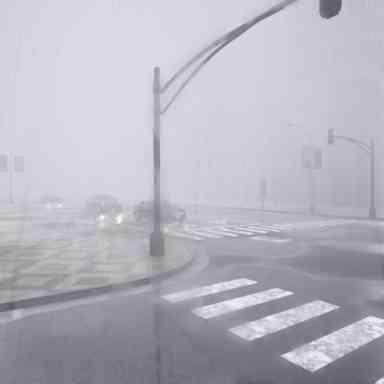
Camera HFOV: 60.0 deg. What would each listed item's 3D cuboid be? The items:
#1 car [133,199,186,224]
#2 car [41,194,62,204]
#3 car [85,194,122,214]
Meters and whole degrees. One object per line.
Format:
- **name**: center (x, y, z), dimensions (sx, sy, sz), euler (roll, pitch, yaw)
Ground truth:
- **car**: center (-2.272, 1.242, 22.351), dimensions (2.128, 1.511, 4.902), euler (0, 1, -36)
- **car**: center (-19.792, 0.916, 46.765), dimensions (1.895, 1.301, 4.718), euler (0, 1, -35)
- **car**: center (-8.095, 0.962, 30.438), dimensions (2.097, 1.767, 4.553), euler (0, 1, -36)
